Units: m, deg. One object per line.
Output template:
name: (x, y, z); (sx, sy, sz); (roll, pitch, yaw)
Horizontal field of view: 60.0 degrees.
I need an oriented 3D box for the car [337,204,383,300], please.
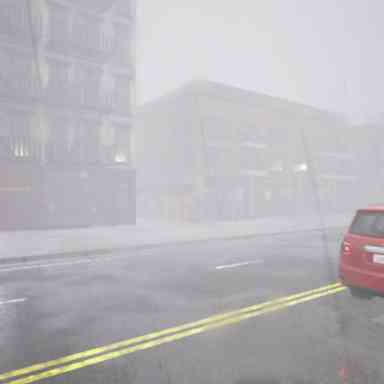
car: (5.502, 1.285, 7.347); (5.566, 2.045, 2.150); (0, 0, -35)
